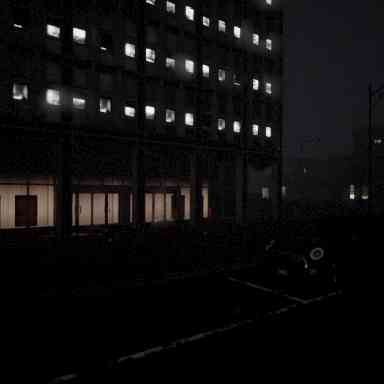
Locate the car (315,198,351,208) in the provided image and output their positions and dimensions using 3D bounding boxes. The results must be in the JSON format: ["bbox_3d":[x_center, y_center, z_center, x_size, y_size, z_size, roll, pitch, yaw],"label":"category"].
[{"bbox_3d":[18.511,1.447,44.095,1.752,1.417,4.829,1,0,-35],"label":"car"}]

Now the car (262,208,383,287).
[{"bbox_3d":[3.850,1.441,9.312,4.097,1.590,1.967,0,0,-36],"label":"car"}]

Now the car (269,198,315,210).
[{"bbox_3d":[11.716,1.427,39.188,2.008,1.369,4.403,1,0,-35],"label":"car"}]

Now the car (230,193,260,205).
[{"bbox_3d":[9.157,1.168,57.615,2.192,1.841,5.009,1,0,-35],"label":"car"}]

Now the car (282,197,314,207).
[{"bbox_3d":[15.457,1.480,48.509,1.802,1.307,4.206,1,0,-35],"label":"car"}]

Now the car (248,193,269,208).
[{"bbox_3d":[8.567,1.168,43.742,2.192,1.841,5.009,1,0,-35],"label":"car"}]
